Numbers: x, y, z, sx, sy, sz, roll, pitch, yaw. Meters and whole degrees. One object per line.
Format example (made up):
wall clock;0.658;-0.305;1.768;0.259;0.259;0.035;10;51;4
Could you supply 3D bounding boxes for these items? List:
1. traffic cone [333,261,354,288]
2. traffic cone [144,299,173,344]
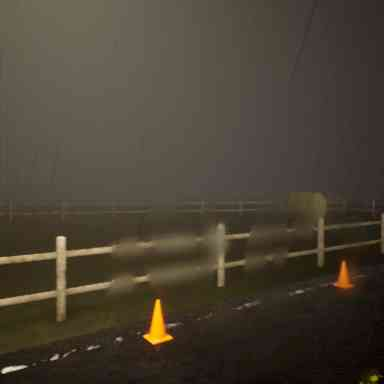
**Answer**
traffic cone;3.636;1.948;7.965;0.340;0.580;0.340;0;0;-34
traffic cone;-0.519;1.949;5.116;0.340;0.580;0.340;0;0;-35
